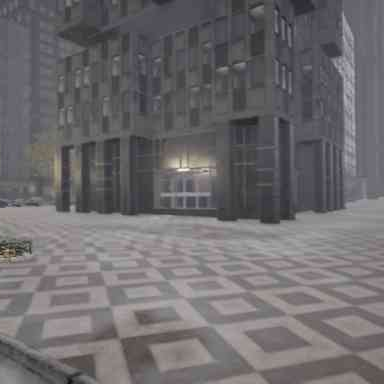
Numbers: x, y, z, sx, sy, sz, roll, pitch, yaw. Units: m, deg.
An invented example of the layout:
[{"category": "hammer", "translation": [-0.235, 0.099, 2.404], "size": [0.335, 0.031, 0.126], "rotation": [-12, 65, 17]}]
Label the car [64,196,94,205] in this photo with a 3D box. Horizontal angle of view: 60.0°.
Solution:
[{"category": "car", "translation": [-20.415, 1.576, 60.157], "size": [2.128, 1.511, 4.902], "rotation": [-1, 0, 35]}]

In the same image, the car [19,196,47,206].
[{"category": "car", "translation": [-28.252, 1.619, 59.105], "size": [1.967, 1.590, 4.097], "rotation": [-1, 0, 35]}]

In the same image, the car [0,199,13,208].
[{"category": "car", "translation": [-27.636, 1.399, 44.979], "size": [2.192, 1.841, 5.009], "rotation": [-1, 0, 35]}]

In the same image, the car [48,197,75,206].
[{"category": "car", "translation": [-21.234, 1.620, 54.263], "size": [1.947, 1.339, 4.313], "rotation": [-1, 0, 35]}]

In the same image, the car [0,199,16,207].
[{"category": "car", "translation": [-31.450, 1.775, 54.461], "size": [1.802, 1.307, 4.206], "rotation": [-1, 0, 35]}]

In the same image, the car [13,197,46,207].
[{"category": "car", "translation": [-24.434, 1.635, 49.621], "size": [1.947, 1.339, 4.313], "rotation": [-1, 0, 35]}]
